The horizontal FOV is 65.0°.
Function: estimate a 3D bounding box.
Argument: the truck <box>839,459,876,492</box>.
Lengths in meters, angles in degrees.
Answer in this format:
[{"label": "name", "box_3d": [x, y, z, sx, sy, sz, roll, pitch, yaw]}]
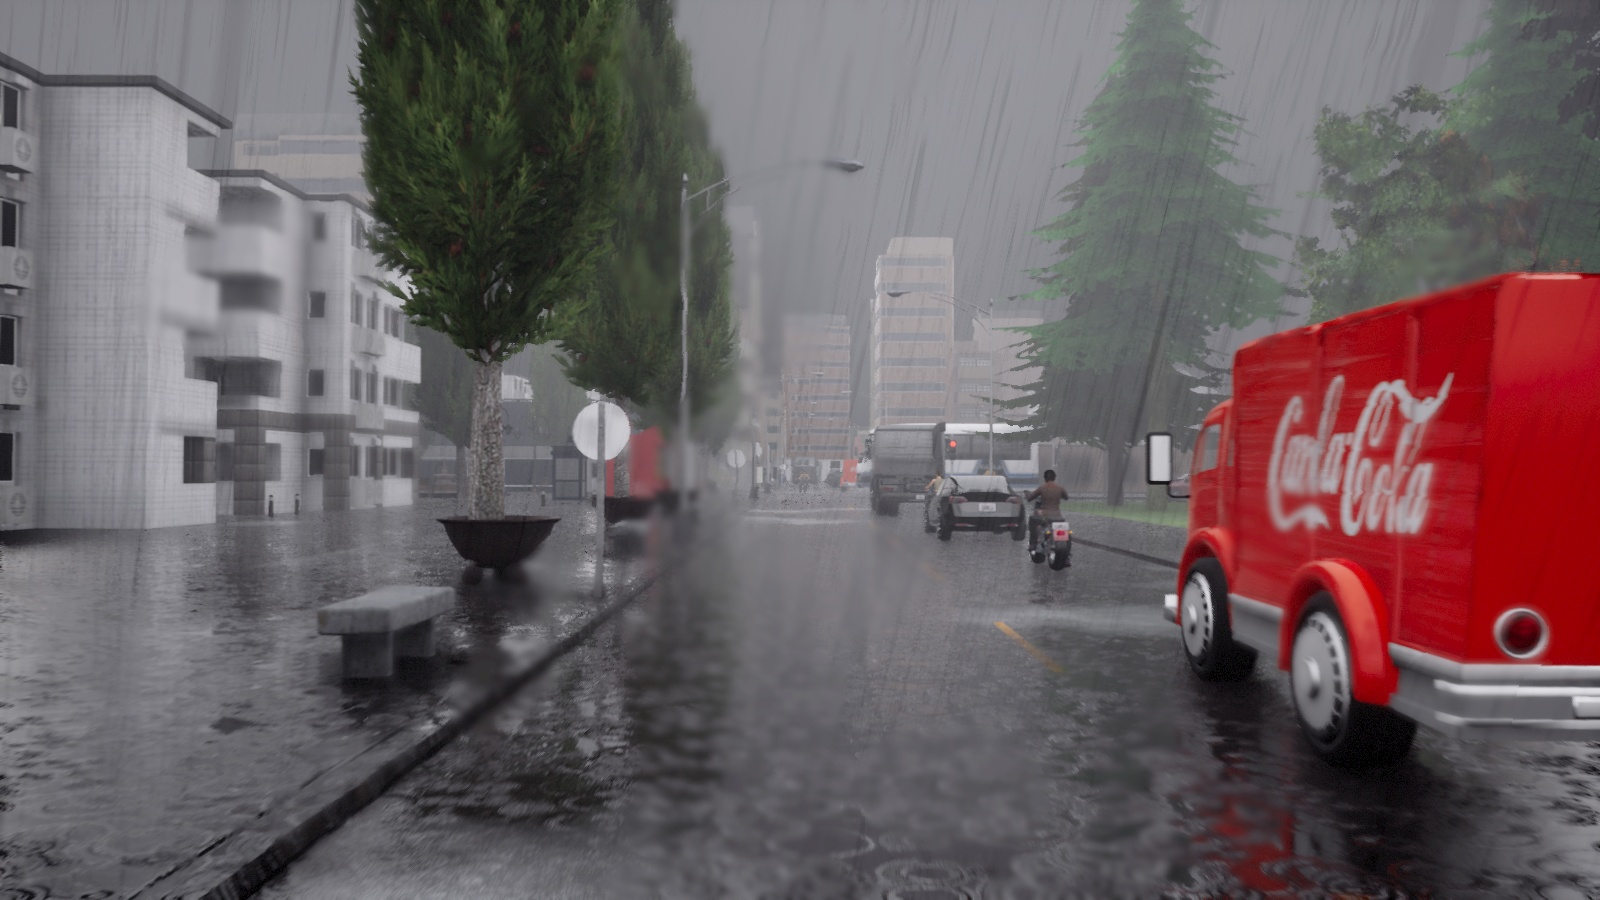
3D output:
[{"label": "truck", "box_3d": [4.396, 1.922, 96.267, 2.627, 2.467, 5.204, 0, -1, 1]}]

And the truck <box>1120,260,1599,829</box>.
[{"label": "truck", "box_3d": [4.023, 0.447, 8.058, 2.627, 2.467, 5.204, 0, -1, 0]}]

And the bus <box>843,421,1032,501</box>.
[{"label": "bus", "box_3d": [7.661, 0.590, 70.638, 10.273, 4.253, 3.944, 0, 2, 5]}]

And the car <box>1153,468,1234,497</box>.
[{"label": "car", "box_3d": [22.149, 1.810, 70.798, 3.988, 1.617, 1.851, 0, -1, 0]}]

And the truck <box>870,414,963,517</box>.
[{"label": "truck", "box_3d": [4.189, 0.596, 46.596, 2.891, 3.462, 7.936, 0, -1, 1]}]

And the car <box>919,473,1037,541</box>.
[{"label": "car", "box_3d": [4.143, 1.300, 29.997, 2.163, 1.488, 4.792, 0, -1, 0]}]

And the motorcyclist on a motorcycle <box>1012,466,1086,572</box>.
[{"label": "motorcyclist on a motorcycle", "box_3d": [4.095, 1.098, 20.831, 0.766, 1.649, 2.350, 0, -1, 0]}]
